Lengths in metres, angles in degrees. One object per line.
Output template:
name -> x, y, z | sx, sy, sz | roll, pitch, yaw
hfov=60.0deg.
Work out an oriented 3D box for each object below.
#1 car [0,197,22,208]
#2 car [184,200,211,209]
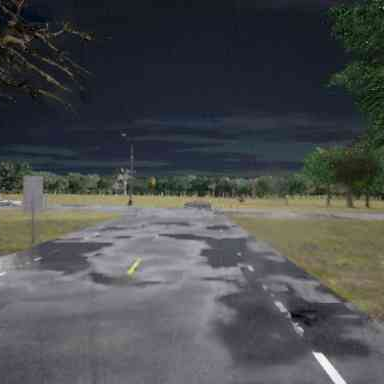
car -> -24.738, 1.344, 43.247 | 4.718, 1.301, 1.895 | 2, 1, 0
car -> 0.810, 1.882, 50.165 | 4.181, 1.385, 1.994 | 2, 0, 0
